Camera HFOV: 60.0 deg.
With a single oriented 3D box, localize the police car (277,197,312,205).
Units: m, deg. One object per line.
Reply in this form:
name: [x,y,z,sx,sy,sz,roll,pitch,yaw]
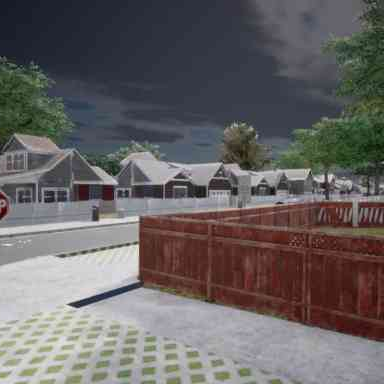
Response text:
police car: [10.561,1.297,34.863,1.930,1.638,5.238,0,0,36]
